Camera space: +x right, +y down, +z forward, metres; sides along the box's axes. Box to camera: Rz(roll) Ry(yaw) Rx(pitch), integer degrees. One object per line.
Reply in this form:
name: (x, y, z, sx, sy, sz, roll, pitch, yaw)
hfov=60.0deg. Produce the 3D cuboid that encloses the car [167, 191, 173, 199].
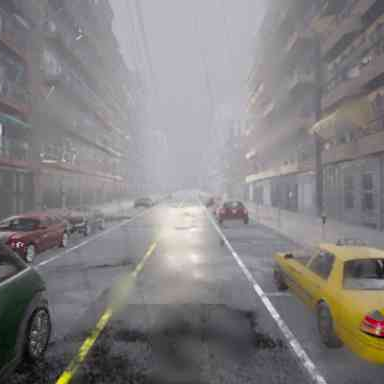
car: (-5.842, 0.916, 73.890, 2.008, 1.369, 4.403, 1, 1, 0)

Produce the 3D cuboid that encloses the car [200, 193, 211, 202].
car: (2.563, 1.009, 62.501, 1.887, 1.381, 4.507, 1, 1, 0)

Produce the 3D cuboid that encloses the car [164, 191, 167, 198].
car: (-5.803, 0.958, 56.877, 1.967, 1.590, 4.097, 1, 1, 0)

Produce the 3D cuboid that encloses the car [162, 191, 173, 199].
car: (-5.852, 0.628, 79.558, 2.192, 1.841, 5.009, 1, 1, 0)

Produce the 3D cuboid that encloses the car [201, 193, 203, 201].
car: (2.601, 1.160, 45.490, 1.887, 1.381, 4.507, 1, 1, 0)

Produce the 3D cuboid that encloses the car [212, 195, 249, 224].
car: (2.654, 1.250, 22.807, 1.967, 1.590, 4.097, 1, 0, 0)

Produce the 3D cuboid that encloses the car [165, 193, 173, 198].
car: (-5.869, 0.843, 85.232, 1.802, 1.307, 4.206, 1, 1, 0)

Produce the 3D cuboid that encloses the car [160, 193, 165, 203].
car: (-5.792, 1.119, 51.207, 2.008, 1.369, 4.403, 1, 0, 0)

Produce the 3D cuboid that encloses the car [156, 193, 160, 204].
car: (-5.778, 1.145, 45.366, 1.752, 1.417, 4.829, 1, 0, 0)

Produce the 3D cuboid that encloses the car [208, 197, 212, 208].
car: (2.641, 1.344, 28.480, 1.802, 1.307, 4.206, 1, 0, 0)

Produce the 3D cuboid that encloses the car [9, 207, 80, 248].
car: (-5.702, 1.453, 11.508, 1.887, 1.381, 4.507, 1, 0, 0)

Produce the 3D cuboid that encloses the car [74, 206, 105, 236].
car: (-5.715, 1.412, 17.180, 2.008, 1.369, 4.403, 1, 0, 0)

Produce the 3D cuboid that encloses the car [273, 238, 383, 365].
car: (2.691, 1.475, 5.966, 1.752, 1.417, 4.829, 1, 0, 0)

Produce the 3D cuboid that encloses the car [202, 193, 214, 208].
car: (2.615, 1.104, 39.818, 1.967, 1.590, 4.097, 1, 0, 0)

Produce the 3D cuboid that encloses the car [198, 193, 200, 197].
car: (2.576, 1.066, 56.831, 2.008, 1.369, 4.403, 1, 1, 0)

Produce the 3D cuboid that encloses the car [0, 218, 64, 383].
car: (-3.004, 1.330, 2.713, 2.097, 1.767, 4.553, 0, 1, 0)

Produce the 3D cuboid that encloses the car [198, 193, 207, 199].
car: (2.525, 0.855, 79.512, 1.887, 1.381, 4.507, 1, 1, 0)

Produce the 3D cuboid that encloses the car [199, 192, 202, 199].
car: (2.588, 1.116, 51.160, 2.008, 1.369, 4.403, 1, 1, 0)

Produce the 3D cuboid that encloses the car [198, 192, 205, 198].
car: (2.488, 0.729, 91.022, 1.752, 1.417, 4.829, 1, 1, 0)

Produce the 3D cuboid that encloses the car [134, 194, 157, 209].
car: (-5.766, 1.233, 39.866, 1.947, 1.339, 4.313, 1, 0, 0)
